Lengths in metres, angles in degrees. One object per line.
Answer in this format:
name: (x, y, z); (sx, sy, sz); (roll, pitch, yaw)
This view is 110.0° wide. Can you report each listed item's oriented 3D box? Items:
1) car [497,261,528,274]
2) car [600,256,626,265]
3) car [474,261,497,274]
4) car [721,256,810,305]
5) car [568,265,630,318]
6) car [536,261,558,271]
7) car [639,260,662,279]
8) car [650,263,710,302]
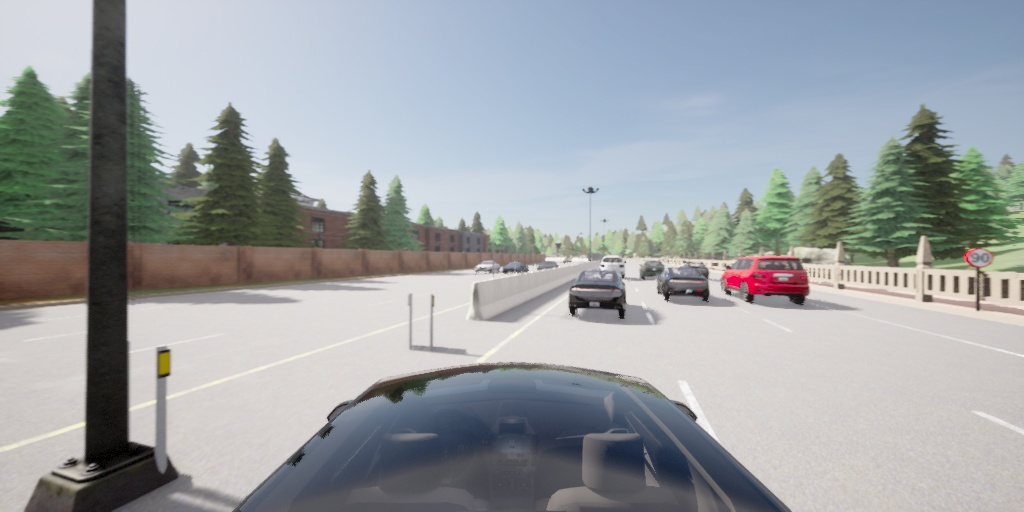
car: (0.440, 1.322, 40.717); (2.033, 1.411, 5.357); (0, 0, 17)
car: (9.449, 1.039, 33.599); (2.150, 2.045, 5.566); (0, 0, 17)
car: (-2.823, 1.283, 42.007); (1.812, 1.442, 4.674); (0, 0, 17)
car: (11.701, 1.040, 16.967); (2.150, 2.045, 5.566); (0, 0, 17)
car: (3.250, 1.266, 13.301); (2.128, 1.511, 4.902); (0, 0, 17)
car: (3.987, 1.297, 40.340); (1.837, 1.490, 4.892); (0, 0, 17)
car: (12.930, 1.189, 33.023); (2.097, 1.767, 4.553); (0, 0, 17)
car: (8.185, 1.295, 17.450); (2.128, 1.511, 4.902); (0, 0, 17)
